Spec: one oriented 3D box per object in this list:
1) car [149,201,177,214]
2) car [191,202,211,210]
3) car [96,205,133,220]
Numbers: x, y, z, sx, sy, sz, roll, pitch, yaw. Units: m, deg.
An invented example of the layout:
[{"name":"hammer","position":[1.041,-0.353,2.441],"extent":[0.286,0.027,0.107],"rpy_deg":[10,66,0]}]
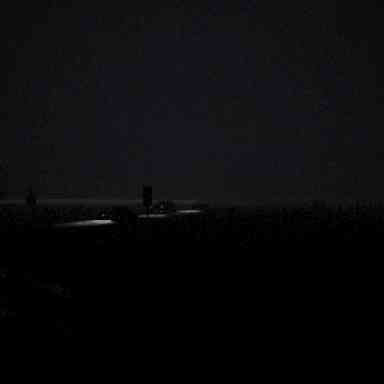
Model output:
[{"name":"car","position":[-3.676,1.888,42.183],"extent":[2.097,1.767,4.553],"rpy_deg":[-1,-1,20]},{"name":"car","position":[1.514,2.362,55.662],"extent":[1.895,1.301,4.718],"rpy_deg":[-1,-1,22]},{"name":"car","position":[-7.344,1.933,31.840],"extent":[1.994,1.385,4.181],"rpy_deg":[-1,-1,19]}]
